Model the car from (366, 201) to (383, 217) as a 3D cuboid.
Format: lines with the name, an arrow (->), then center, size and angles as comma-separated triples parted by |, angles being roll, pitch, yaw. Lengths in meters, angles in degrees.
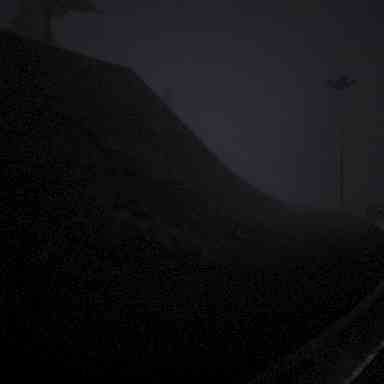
car -> 18.116, 1.606, 31.812 | 1.812, 1.442, 4.674 | 0, 0, 14
